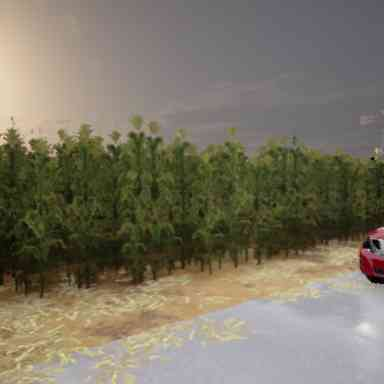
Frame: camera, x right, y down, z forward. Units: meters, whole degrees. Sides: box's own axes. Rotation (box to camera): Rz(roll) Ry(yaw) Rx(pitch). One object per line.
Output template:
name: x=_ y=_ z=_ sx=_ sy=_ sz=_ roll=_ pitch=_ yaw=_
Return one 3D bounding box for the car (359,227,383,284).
car: x=6.407 y=1.121 z=8.193 sx=5.566 sy=2.045 sz=2.150 roll=-1 pitch=0 yaw=-36
